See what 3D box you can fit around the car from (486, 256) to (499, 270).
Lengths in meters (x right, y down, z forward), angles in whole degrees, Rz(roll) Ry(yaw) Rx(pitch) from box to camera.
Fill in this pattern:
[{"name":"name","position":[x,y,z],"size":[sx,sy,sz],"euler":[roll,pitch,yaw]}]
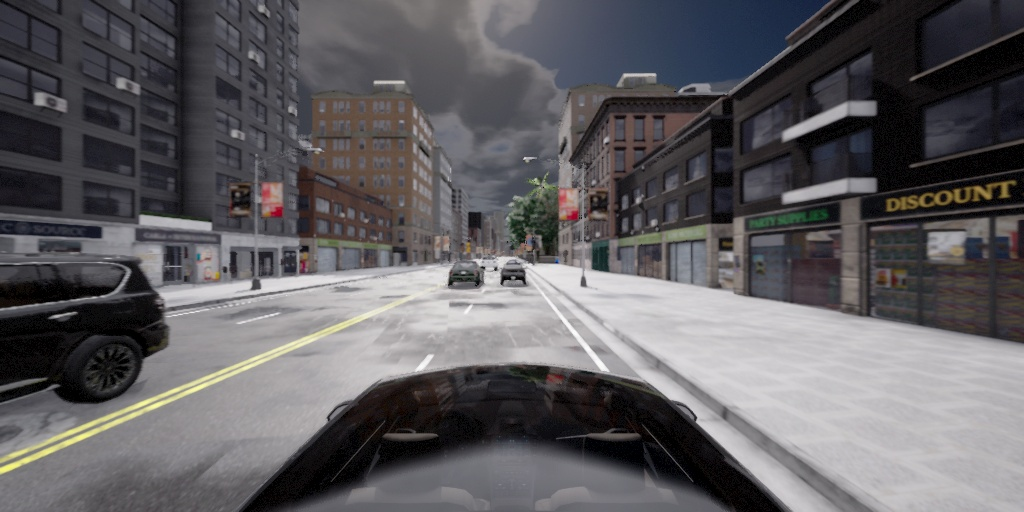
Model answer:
[{"name":"car","position":[-3.160,0.975,51.164],"size":[2.150,2.045,5.566],"euler":[0,0,0]}]

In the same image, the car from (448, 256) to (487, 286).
[{"name":"car","position":[-3.155,1.102,25.459],"size":[2.097,1.767,4.553],"euler":[0,0,0]}]

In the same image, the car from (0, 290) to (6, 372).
[{"name":"car","position":[-9.850,1.303,3.578],"size":[2.033,1.411,5.357],"euler":[0,0,0]}]

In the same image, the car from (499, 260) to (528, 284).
[{"name":"car","position":[0.095,1.254,27.149],"size":[1.837,1.490,4.892],"euler":[0,0,0]}]

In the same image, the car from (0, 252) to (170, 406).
[{"name":"car","position":[-6.600,0.975,3.428],"size":[2.150,2.045,5.566],"euler":[0,0,0]}]
